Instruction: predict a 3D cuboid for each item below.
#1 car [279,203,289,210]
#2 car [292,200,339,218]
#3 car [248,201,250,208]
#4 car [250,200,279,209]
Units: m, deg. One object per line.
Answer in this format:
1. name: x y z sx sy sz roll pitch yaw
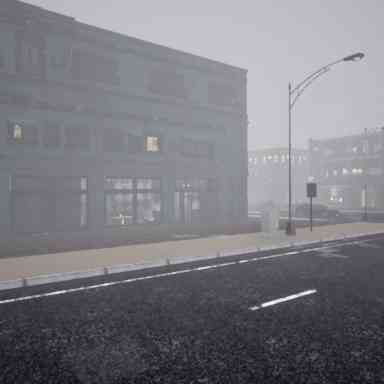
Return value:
1. car: 14.432 1.806 44.764 2.008 1.369 4.403 -2 0 -36
2. car: 12.381 1.811 33.030 1.947 1.339 4.313 -2 0 -36
3. car: 7.986 1.962 53.763 1.802 1.307 4.206 -2 0 -36
4. car: 11.209 1.900 49.264 1.802 1.307 4.206 -2 0 -36
